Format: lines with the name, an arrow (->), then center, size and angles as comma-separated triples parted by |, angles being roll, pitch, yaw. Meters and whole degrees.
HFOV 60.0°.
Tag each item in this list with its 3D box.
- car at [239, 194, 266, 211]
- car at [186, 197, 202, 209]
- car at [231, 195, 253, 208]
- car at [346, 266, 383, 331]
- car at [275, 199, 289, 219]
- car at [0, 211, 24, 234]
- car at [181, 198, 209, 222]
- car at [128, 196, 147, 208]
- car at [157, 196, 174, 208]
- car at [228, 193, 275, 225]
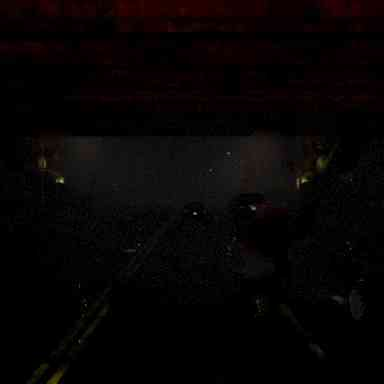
car -> 6.682, 1.108, 37.452 | 2.185, 1.767, 4.553 | 0, 0, 0
car -> 0.244, 1.331, 41.176 | 1.895, 1.301, 4.718 | 0, 0, 0
car -> 6.546, 1.192, 43.878 | 2.097, 1.535, 5.008 | 0, 0, 0
car -> 3.601, 1.499, 3.905 | 1.812, 1.442, 4.674 | 0, 0, 0
car -> 6.643, 1.305, 26.678 | 2.231, 1.521, 4.892 | 0, 0, 10
car -> -10.092, 1.494, 15.457 | 1.895, 1.301, 4.718 | 0, 0, 0
car -> 0.214, 1.404, 24.340 | 1.994, 1.385, 4.181 | 0, 0, 0
car -> -6.924, 1.247, 42.497 | 1.812, 1.442, 4.674 | 0, 0, 0
car -> -3.422, 1.244, 42.967 | 1.812, 1.442, 4.674 | 0, 0, 0
car -> 3.717, 1.073, 22.606 | 2.150, 2.045, 5.566 | 0, 0, 0
